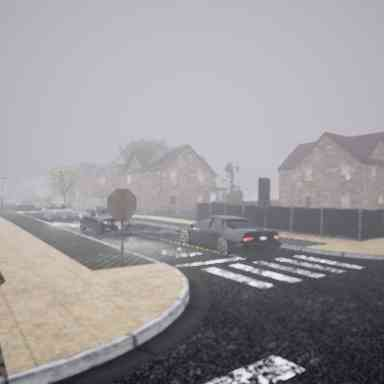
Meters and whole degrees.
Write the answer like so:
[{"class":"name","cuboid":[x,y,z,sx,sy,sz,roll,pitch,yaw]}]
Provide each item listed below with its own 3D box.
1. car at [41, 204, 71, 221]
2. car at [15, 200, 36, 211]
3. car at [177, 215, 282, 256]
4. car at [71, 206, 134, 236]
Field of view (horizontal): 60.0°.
[{"class":"car","cuboid":[-11.458,1.720,28.436,1.895,1.301,4.718,1,-1,-35]},{"class":"car","cuboid":[-21.920,1.768,43.717,1.994,1.385,4.181,1,-1,-34]},{"class":"car","cuboid":[1.299,1.669,13.744,2.033,1.411,5.357,1,-1,-28]},{"class":"car","cuboid":[-5.005,1.585,19.113,2.128,1.511,4.902,1,-1,-35]}]
